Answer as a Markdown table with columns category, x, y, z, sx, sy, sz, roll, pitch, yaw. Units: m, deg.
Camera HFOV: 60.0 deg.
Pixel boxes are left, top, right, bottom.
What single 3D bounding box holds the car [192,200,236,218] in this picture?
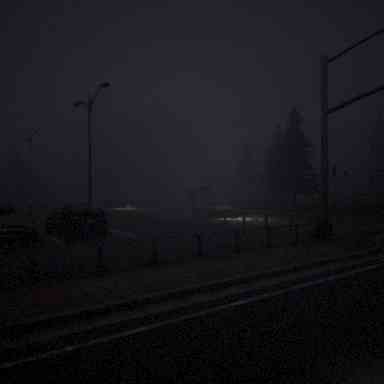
| category | x | y | z | sx | sy | sz | roll | pitch | yaw |
| --- | --- | --- | --- | --- | --- | --- | --- | --- | --- |
| car | 1.878 | 1.459 | 29.630 | 1.812 | 1.442 | 4.674 | 0 | 0 | -37 |

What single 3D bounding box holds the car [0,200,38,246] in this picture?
| category | x | y | z | sx | sy | sz | roll | pitch | yaw |
| --- | --- | --- | --- | --- | --- | --- | --- | --- | --- |
| car | -8.056 | 1.325 | 14.017 | 2.152 | 1.636 | 5.027 | 0 | 0 | -36 |

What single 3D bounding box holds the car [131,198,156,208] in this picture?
| category | x | y | z | sx | sy | sz | roll | pitch | yaw |
| --- | --- | --- | --- | --- | --- | --- | --- | --- | --- |
| car | -7.088 | 1.523 | 47.868 | 1.895 | 1.301 | 4.718 | 0 | 0 | -36 |

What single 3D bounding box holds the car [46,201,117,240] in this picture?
| category | x | y | z | sx | sy | sz | roll | pitch | yaw |
| --- | --- | --- | --- | --- | --- | --- | --- | --- | --- |
| car | -5.543 | 1.323 | 15.896 | 2.007 | 1.523 | 4.514 | 0 | 0 | -36 |

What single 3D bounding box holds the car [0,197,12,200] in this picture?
| category | x | y | z | sx | sy | sz | roll | pitch | yaw |
| --- | --- | --- | --- | --- | --- | --- | --- | --- | --- |
| car | -20.791 | 1.358 | 36.997 | 1.845 | 1.501 | 3.633 | 0 | 0 | -36 |

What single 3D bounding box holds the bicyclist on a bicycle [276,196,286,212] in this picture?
| category | x | y | z | sx | sy | sz | roll | pitch | yaw |
| --- | --- | --- | --- | --- | --- | --- | --- | --- | --- |
| bicyclist on a bicycle | 8.792 | 1.208 | 32.827 | 1.656 | 1.620 | 0.582 | -1 | 0 | -36 |

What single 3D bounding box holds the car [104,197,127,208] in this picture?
| category | x | y | z | sx | sy | sz | roll | pitch | yaw |
| --- | --- | --- | --- | --- | --- | --- | --- | --- | --- |
| car | -10.975 | 1.443 | 47.187 | 1.837 | 1.490 | 4.892 | 0 | 0 | -36 |
